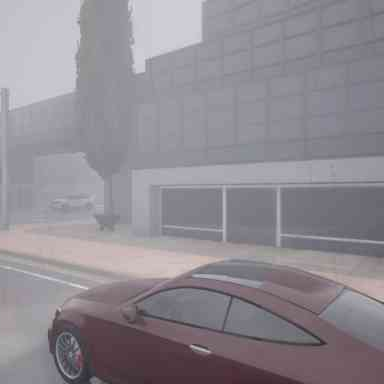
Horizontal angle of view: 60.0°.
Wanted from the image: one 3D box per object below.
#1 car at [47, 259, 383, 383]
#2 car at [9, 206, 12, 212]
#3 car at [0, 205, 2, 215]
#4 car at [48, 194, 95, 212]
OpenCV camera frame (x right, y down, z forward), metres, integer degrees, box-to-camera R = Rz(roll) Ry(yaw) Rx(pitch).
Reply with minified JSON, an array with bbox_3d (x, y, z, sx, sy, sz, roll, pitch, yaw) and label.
[{"bbox_3d":[0.344,1.526,3.721,4.674,1.442,1.812,0,0,35],"label":"car"},{"bbox_3d":[-20.023,1.600,31.806,1.895,1.301,4.718,0,0,36],"label":"car"},{"bbox_3d":[-7.624,1.221,9.356,5.566,2.045,2.150,0,0,38],"label":"car"},{"bbox_3d":[-14.260,1.221,39.857,2.150,2.045,5.566,0,0,36],"label":"car"}]
